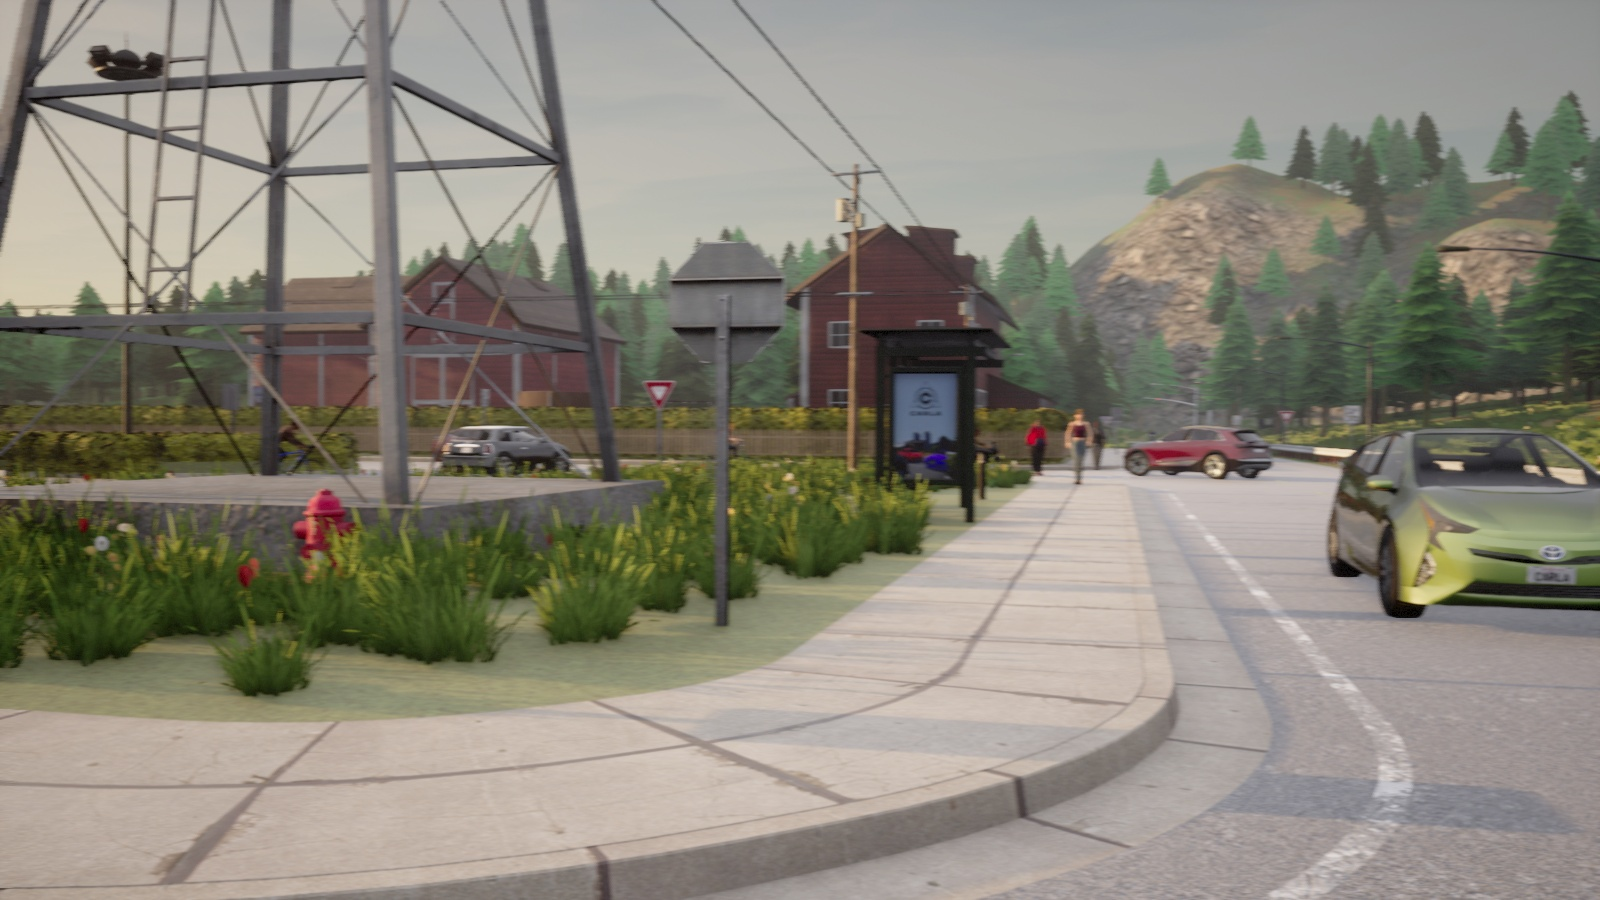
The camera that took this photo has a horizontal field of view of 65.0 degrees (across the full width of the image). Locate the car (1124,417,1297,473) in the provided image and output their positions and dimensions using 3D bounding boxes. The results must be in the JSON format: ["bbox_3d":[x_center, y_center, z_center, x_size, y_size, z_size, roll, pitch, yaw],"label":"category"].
[{"bbox_3d":[12.787,-0.171,39.398,2.033,1.649,4.856,-1,1,-37],"label":"car"}]

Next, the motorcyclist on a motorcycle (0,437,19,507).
[{"bbox_3d":[-18.505,0.493,27.586,2.191,1.530,0.866,-1,1,6],"label":"motorcyclist on a motorcycle"}]

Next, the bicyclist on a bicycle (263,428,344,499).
[{"bbox_3d":[-11.631,0.301,29.425,1.656,1.620,0.582,-1,1,-33],"label":"bicyclist on a bicycle"}]

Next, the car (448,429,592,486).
[{"bbox_3d":[-7.688,0.175,34.811,1.970,1.475,3.806,0,1,25],"label":"car"}]

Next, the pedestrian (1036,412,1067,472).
[{"bbox_3d":[7.907,-0.262,39.478,0.634,1.844,0.899,-1,1,-13],"label":"pedestrian"}]

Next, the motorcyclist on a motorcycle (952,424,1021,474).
[{"bbox_3d":[5.795,-0.033,38.977,2.044,1.523,0.797,0,1,15],"label":"motorcyclist on a motorcycle"}]

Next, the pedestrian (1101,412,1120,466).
[{"bbox_3d":[10.979,-0.382,44.365,0.563,1.883,0.849,0,1,19],"label":"pedestrian"}]

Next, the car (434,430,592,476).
[{"bbox_3d":[-9.773,0.093,42.882,4.792,1.488,2.163,0,1,14],"label":"car"}]

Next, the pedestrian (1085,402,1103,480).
[{"bbox_3d":[6.999,-0.215,29.881,0.345,1.836,0.594,-1,1,7],"label":"pedestrian"}]

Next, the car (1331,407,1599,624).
[{"bbox_3d":[6.096,0.415,11.019,2.007,1.525,4.514,0,1,15],"label":"car"}]
